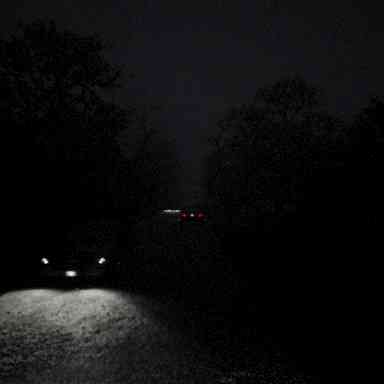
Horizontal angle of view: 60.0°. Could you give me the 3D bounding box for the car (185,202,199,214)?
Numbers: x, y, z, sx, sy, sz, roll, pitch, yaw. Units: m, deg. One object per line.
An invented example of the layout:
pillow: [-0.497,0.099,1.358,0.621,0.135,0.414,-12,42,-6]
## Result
car: [-0.010,1.986,43.092,1.812,1.442,4.674,0,-1,0]

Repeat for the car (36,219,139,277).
car: [-2.899,1.588,10.620,2.033,1.411,5.357,0,0,0]

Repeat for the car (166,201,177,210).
car: [-2.917,2.166,52.246,1.994,1.385,4.181,0,-1,0]

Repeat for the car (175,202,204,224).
car: [0.007,1.752,26.358,2.033,1.411,5.357,0,-1,0]
